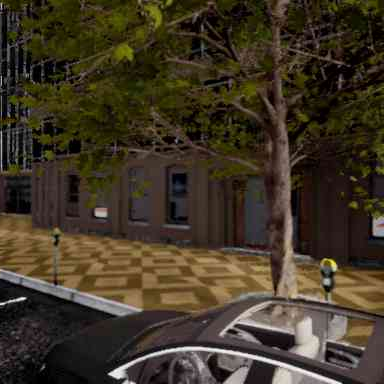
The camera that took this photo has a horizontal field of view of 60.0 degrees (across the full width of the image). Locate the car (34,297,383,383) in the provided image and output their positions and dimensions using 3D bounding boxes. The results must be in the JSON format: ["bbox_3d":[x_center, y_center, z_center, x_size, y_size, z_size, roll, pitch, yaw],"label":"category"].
[{"bbox_3d":[0.547,1.548,2.485,4.403,1.369,2.008,0,0,36],"label":"car"}]
